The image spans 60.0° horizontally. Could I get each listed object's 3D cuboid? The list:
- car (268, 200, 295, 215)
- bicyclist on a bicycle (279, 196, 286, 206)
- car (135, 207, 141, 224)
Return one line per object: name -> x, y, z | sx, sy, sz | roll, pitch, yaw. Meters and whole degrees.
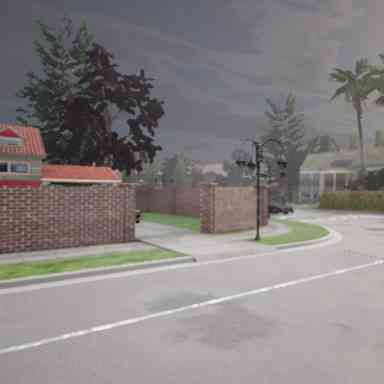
car -> 7.939, 1.577, 34.459 | 2.033, 1.411, 5.357 | 1, 0, -35
bicyclist on a bicycle -> 12.535, 1.373, 46.071 | 1.656, 1.620, 0.582 | 0, 0, -35
car -> -5.277, 1.192, 21.952 | 2.152, 1.636, 5.027 | 1, 0, -35
